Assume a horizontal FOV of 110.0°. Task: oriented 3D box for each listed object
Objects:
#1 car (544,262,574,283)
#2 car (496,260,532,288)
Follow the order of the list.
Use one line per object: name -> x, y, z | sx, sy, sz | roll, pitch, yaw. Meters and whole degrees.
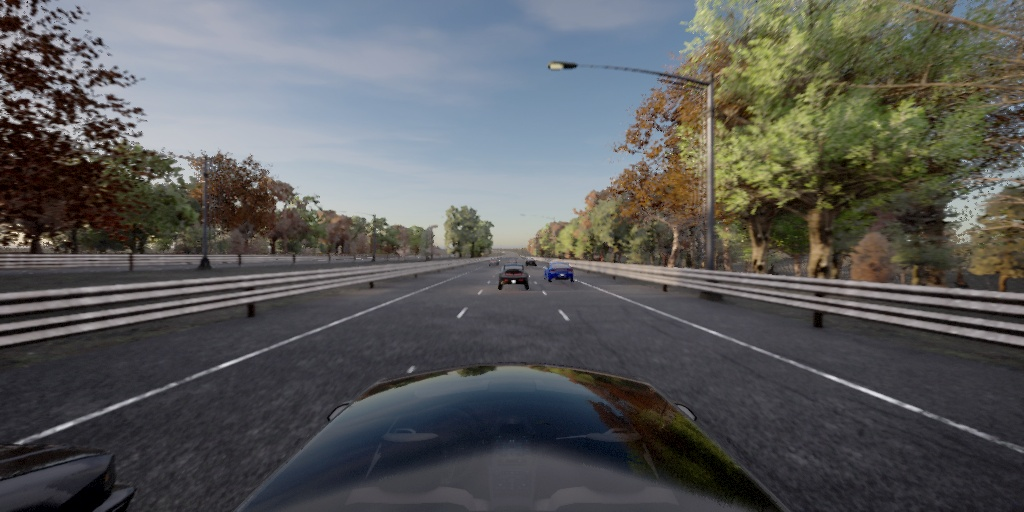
car -> 3.595, 1.219, 28.199 | 1.882, 1.535, 5.008 | 0, 0, 0
car -> 0.096, 1.248, 23.489 | 1.837, 1.490, 4.892 | 0, 0, 0
